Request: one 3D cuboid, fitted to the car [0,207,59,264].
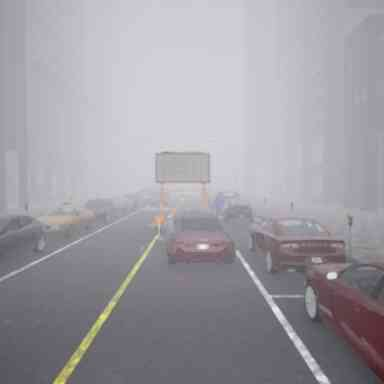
[{"bbox_3d":[-5.762,1.342,9.595,1.947,1.339,4.313,0,1,0],"label":"car"}]

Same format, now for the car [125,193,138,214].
[{"bbox_3d":[-5.760,0.975,26.501,1.802,1.307,4.206,0,1,0],"label":"car"}]

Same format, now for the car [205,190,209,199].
[{"bbox_3d":[2.766,0.724,37.787,1.802,1.307,4.206,0,1,0],"label":"car"}]

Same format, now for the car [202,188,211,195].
[{"bbox_3d":[2.766,0.568,43.421,2.008,1.369,4.403,0,1,0],"label":"car"}]

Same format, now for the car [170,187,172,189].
[{"bbox_3d":[-5.754,-0.292,82.853,1.887,1.381,4.507,0,1,0],"label":"car"}]

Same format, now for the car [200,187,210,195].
[{"bbox_3d":[2.768,0.315,54.690,1.887,1.381,4.507,0,1,0],"label":"car"}]

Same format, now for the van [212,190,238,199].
[{"bbox_3d":[2.764,0.734,26.511,1.690,1.788,3.998,0,1,0],"label":"van"}]

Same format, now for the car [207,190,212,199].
[{"bbox_3d":[2.765,0.818,32.151,2.008,1.369,4.403,0,1,0],"label":"car"}]

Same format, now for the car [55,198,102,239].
[{"bbox_3d":[-5.762,1.177,15.059,1.752,1.417,4.829,0,1,0],"label":"car"}]

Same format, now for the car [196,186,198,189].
[{"bbox_3d":[2.772,-0.434,88.669,1.752,1.417,4.829,0,1,0],"label":"car"}]

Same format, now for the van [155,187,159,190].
[{"bbox_3d":[-5.759,0.359,43.402,1.690,1.788,3.998,0,1,0],"label":"van"}]

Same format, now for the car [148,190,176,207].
[{"bbox_3d":[-3.094,0.768,34.234,2.033,1.411,5.357,0,1,0],"label":"car"}]

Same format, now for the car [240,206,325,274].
[{"bbox_3d":[2.763,1.320,9.612,1.887,1.381,4.507,0,1,0],"label":"car"}]

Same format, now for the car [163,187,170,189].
[{"bbox_3d":[-5.757,-0.037,60.306,2.192,1.841,5.009,0,1,0],"label":"car"}]

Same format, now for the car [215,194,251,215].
[{"bbox_3d":[2.764,1.070,20.881,2.008,1.369,4.403,0,1,0],"label":"car"}]

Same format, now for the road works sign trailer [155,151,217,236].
[{"bbox_3d":[-0.408,0.037,14.530,2.380,3.560,2.880,0,-4,-4],"label":"road works sign trailer"}]

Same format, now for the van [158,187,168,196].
[{"bbox_3d":[-5.756,-0.133,65.941,1.690,1.788,3.998,0,1,0],"label":"van"}]

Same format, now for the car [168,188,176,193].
[{"bbox_3d":[-5.753,-0.508,94.124,1.947,1.339,4.313,0,1,0],"label":"car"}]

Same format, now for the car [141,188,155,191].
[{"bbox_3d":[-5.759,0.582,37.769,1.967,1.590,4.097,0,1,0],"label":"car"}]

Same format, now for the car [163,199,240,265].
[{"bbox_3d":[0.133,1.258,10.910,1.994,1.385,4.181,0,5,-5],"label":"car"}]

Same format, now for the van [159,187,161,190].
[{"bbox_3d":[-5.758,0.235,49.037,1.690,1.788,3.998,0,1,0],"label":"van"}]

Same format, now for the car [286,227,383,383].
[{"bbox_3d":[2.762,1.450,3.977,1.887,1.381,4.507,0,1,0],"label":"car"}]

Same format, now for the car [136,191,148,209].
[{"bbox_3d":[-5.760,0.833,32.136,1.947,1.339,4.313,0,1,0],"label":"car"}]

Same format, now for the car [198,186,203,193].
[{"bbox_3d":[2.768,-0.159,65.955,2.192,1.841,5.009,0,1,0],"label":"car"}]

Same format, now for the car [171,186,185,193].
[{"bbox_3d":[-2.990,-0.186,75.294,1.994,1.385,4.181,0,1,0],"label":"car"}]

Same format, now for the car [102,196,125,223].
[{"bbox_3d":[-5.761,1.086,20.865,1.947,1.339,4.313,0,1,0],"label":"car"}]
